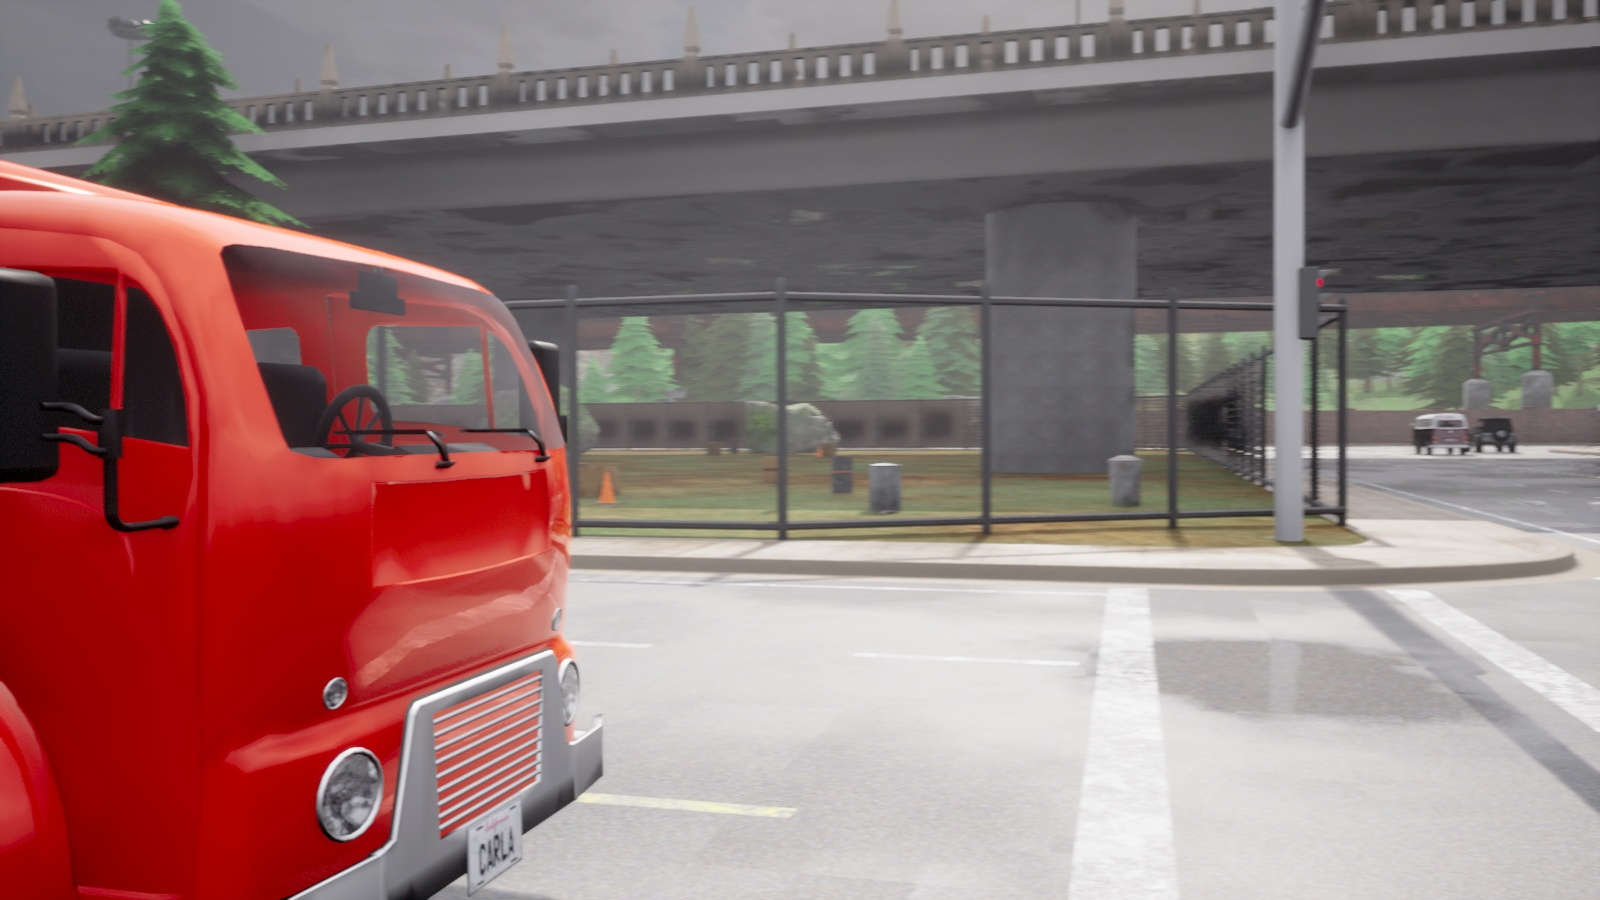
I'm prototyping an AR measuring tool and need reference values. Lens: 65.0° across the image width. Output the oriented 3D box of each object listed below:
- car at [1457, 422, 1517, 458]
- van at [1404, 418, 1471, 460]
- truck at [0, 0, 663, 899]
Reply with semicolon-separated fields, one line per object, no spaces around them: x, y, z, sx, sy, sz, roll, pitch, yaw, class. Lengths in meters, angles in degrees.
36.430;-0.564;66.726;1.905;1.878;3.866;0;1;15;car
31.735;-0.563;62.638;2.069;2.038;4.480;0;1;15;van
-3.370;0.253;4.134;5.204;2.467;2.627;0;1;15;truck
